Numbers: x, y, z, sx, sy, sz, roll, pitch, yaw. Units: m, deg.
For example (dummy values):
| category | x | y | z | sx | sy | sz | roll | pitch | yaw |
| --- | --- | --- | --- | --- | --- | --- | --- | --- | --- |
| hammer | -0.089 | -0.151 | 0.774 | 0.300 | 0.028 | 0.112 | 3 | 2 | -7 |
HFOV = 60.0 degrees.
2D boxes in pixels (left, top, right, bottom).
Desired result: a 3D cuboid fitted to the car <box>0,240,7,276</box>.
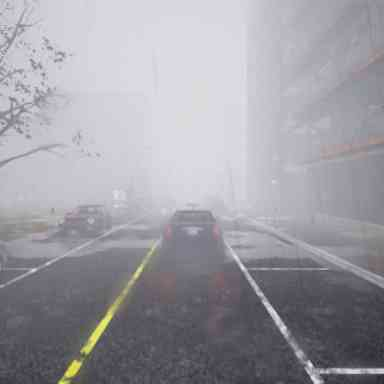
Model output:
| category | x | y | z | sx | sy | sz | roll | pitch | yaw |
| --- | --- | --- | --- | --- | --- | --- | --- | --- | --- |
| car | -5.698 | 1.546 | 7.031 | 2.008 | 1.369 | 4.403 | 0 | 0 | 0 |

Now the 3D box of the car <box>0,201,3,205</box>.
| category | x | y | z | sx | sy | sz | roll | pitch | yaw |
| --- | --- | --- | --- | --- | --- | --- | --- | --- | --- |
| car | -39.184 | 2.083 | 64.942 | 4.206 | 1.307 | 1.802 | -1 | 1 | 0 |

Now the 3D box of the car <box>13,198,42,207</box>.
| category | x | y | z | sx | sy | sz | roll | pitch | yaw |
| --- | --- | --- | --- | --- | --- | --- | --- | --- | --- |
| car | -27.982 | 1.955 | 56.435 | 4.403 | 1.369 | 2.008 | -1 | 1 | 0 |

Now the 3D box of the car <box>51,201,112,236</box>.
| category | x | y | z | sx | sy | sz | roll | pitch | yaw |
| --- | --- | --- | --- | --- | --- | --- | --- | --- | --- |
| car | -5.701 | 1.430 | 18.087 | 1.967 | 1.590 | 4.097 | 0 | 0 | 0 |

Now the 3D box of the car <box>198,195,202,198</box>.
| category | x | y | z | sx | sy | sz | roll | pitch | yaw |
| --- | --- | --- | --- | --- | --- | --- | --- | --- | --- |
| car | 2.670 | 1.573 | 78.120 | 1.802 | 1.307 | 4.206 | 0 | 0 | 0 |

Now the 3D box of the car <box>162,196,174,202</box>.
| category | x | y | z | sx | sy | sz | roll | pitch | yaw |
| --- | --- | --- | --- | --- | --- | --- | --- | --- | --- |
| car | -3.058 | 1.550 | 45.511 | 1.994 | 1.385 | 4.181 | 0 | 0 | 1 |

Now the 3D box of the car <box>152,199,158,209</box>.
| category | x | y | z | sx | sy | sz | roll | pitch | yaw |
| --- | --- | --- | --- | --- | --- | --- | --- | --- | --- |
| car | -5.705 | 1.567 | 45.725 | 1.802 | 1.307 | 4.206 | 0 | 0 | 0 |

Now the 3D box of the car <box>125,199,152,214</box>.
| category | x | y | z | sx | sy | sz | roll | pitch | yaw |
| --- | --- | --- | --- | --- | --- | --- | --- | --- | --- |
| car | -5.704 | 1.426 | 34.669 | 1.967 | 1.590 | 4.097 | 0 | 0 | 0 |

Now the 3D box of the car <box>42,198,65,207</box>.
| category | x | y | z | sx | sy | sz | roll | pitch | yaw |
| --- | --- | --- | --- | --- | --- | --- | --- | --- | --- |
| car | -22.413 | 1.874 | 56.476 | 4.403 | 1.369 | 2.008 | -1 | 1 | 0 |

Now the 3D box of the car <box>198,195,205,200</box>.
| category | x | y | z | sx | sy | sz | roll | pitch | yaw |
| --- | --- | --- | --- | --- | --- | --- | --- | --- | --- |
| car | 2.667 | 1.545 | 94.690 | 1.887 | 1.381 | 4.507 | 0 | 0 | 0 |

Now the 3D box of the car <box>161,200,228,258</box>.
| category | x | y | z | sx | sy | sz | roll | pitch | yaw |
| --- | --- | --- | --- | --- | --- | --- | --- | --- | --- |
| car | 0.045 | 1.343 | 12.935 | 2.097 | 1.767 | 4.553 | 0 | 0 | 0 |

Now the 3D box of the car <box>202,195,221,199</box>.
| category | x | y | z | sx | sy | sz | roll | pitch | yaw |
| --- | --- | --- | --- | --- | --- | --- | --- | --- | --- |
| car | 2.675 | 1.301 | 40.198 | 2.192 | 1.841 | 5.009 | 0 | 0 | 0 |

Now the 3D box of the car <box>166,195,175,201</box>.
| category | x | y | z | sx | sy | sz | roll | pitch | yaw |
| --- | --- | --- | --- | --- | --- | --- | --- | --- | --- |
| car | -5.713 | 1.563 | 89.178 | 1.947 | 1.339 | 4.313 | 0 | 0 | 0 |

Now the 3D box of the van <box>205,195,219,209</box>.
| category | x | y | z | sx | sy | sz | roll | pitch | yaw |
| --- | --- | --- | --- | --- | --- | --- | --- | --- | --- |
| van | 2.674 | 1.326 | 45.725 | 1.690 | 1.788 | 3.998 | 0 | 0 | 0 |

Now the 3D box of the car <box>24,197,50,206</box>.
| category | x | y | z | sx | sy | sz | roll | pitch | yaw |
| --- | --- | --- | --- | --- | --- | --- | --- | --- | --- |
| car | -30.284 | 1.811 | 65.055 | 4.097 | 1.590 | 1.967 | -1 | 1 | 0 |

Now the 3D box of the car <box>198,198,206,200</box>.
| category | x | y | z | sx | sy | sz | roll | pitch | yaw |
| --- | --- | --- | --- | --- | --- | --- | --- | --- | --- |
| car | 0.047 | 1.512 | 28.772 | 1.812 | 1.442 | 4.674 | 0 | 0 | 0 |

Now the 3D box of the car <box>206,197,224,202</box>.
| category | x | y | z | sx | sy | sz | roll | pitch | yaw |
| --- | --- | --- | --- | --- | --- | --- | --- | --- | --- |
| car | 2.678 | 1.530 | 34.669 | 1.887 | 1.381 | 4.507 | 0 | 0 | 0 |

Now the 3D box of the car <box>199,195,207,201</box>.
| category | x | y | z | sx | sy | sz | roll | pitch | yaw |
| --- | --- | --- | --- | --- | --- | --- | --- | --- | --- |
| car | 2.669 | 1.560 | 83.643 | 1.947 | 1.339 | 4.313 | 0 | 0 | 0 |
